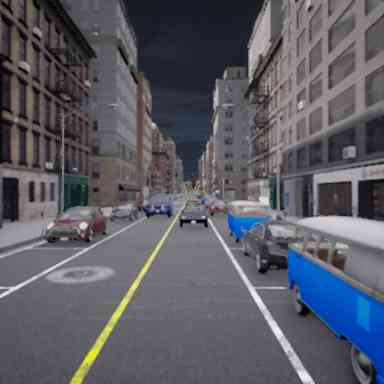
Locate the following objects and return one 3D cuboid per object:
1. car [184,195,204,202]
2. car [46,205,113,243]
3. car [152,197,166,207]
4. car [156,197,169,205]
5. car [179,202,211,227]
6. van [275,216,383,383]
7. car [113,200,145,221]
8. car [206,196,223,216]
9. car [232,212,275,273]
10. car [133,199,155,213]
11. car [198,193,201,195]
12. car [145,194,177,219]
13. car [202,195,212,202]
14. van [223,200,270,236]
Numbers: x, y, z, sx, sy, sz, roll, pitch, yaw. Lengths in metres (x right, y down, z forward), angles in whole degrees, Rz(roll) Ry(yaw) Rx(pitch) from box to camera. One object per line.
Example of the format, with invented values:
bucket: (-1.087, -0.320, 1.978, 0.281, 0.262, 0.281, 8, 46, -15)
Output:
car: (0.112, 1.535, 43.552, 2.128, 1.511, 4.902, 0, 0, 0)
car: (-5.383, 1.453, 15.985, 1.967, 1.590, 4.097, 0, 0, 0)
car: (-5.372, 1.601, 54.562, 1.887, 1.381, 4.507, 0, 0, 0)
car: (-5.370, 1.628, 60.073, 1.947, 1.339, 4.313, 0, 0, 0)
car: (0.108, 1.621, 23.156, 1.895, 1.301, 4.718, 0, 0, 0)
van: (2.639, 1.344, 4.962, 1.690, 1.788, 3.998, 0, 0, 0)
car: (-5.380, 1.576, 27.007, 2.008, 1.369, 4.403, 0, 0, 0)
car: (2.647, 1.472, 32.516, 1.967, 1.590, 4.097, 0, 0, 0)
car: (2.640, 1.557, 10.473, 2.008, 1.369, 4.403, 0, 0, 0)
car: (-5.377, 1.583, 38.029, 1.887, 1.381, 4.507, 0, 0, 0)
car: (2.655, 1.377, 60.071, 2.192, 1.841, 5.009, 0, 0, 0)
car: (-2.836, 1.251, 30.215, 2.150, 2.045, 5.566, 0, 0, 0)
car: (2.650, 1.484, 43.538, 1.967, 1.590, 4.097, 0, 0, 0)
van: (2.642, 1.353, 15.983, 1.690, 1.788, 3.998, 0, 0, 0)
